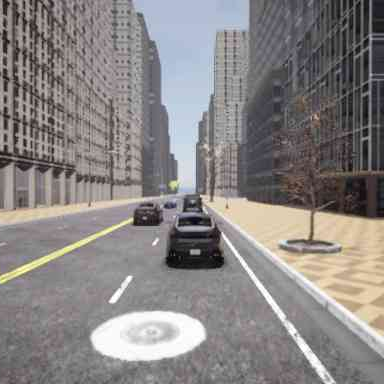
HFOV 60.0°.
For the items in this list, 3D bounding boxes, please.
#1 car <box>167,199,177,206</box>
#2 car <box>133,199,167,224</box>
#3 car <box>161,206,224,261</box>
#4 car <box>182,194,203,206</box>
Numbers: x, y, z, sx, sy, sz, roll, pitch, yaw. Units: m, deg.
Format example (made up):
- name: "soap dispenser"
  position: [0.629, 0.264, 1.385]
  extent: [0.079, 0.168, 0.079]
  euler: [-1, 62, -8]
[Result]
- name: "car"
  position: [-3.166, 1.612, 49.140]
  extent: [1.895, 1.301, 4.718]
  euler: [0, 0, 0]
- name: "car"
  position: [-3.158, 1.502, 24.714]
  extent: [1.837, 1.490, 4.892]
  euler: [0, 0, 0]
- name: "car"
  position: [0.095, 1.502, 12.179]
  extent: [1.837, 1.490, 4.892]
  euler: [0, 0, 0]
- name: "car"
  position: [0.088, 1.223, 38.677]
  extent: [2.150, 2.045, 5.566]
  euler: [0, 0, 0]
